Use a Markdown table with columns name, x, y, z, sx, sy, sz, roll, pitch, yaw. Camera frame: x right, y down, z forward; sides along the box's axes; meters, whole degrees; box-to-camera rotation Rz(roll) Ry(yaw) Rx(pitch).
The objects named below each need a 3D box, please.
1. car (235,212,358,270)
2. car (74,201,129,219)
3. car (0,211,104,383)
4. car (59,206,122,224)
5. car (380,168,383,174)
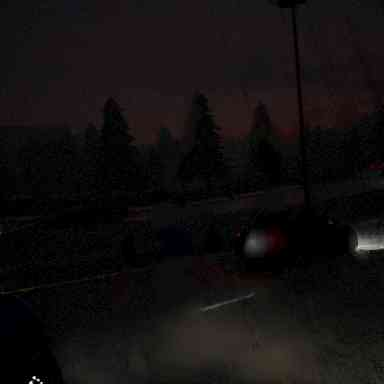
| name | x | y | z | sx | sy | sz | roll | pitch | yaw |
| --- | --- | --- | --- | --- | --- | --- | --- | --- | --- |
| car | 3.329 | 1.323 | 10.420 | 4.181 | 1.385 | 1.994 | -3 | 2 | -35 |
| car | -6.412 | 1.325 | 20.914 | 4.902 | 1.511 | 2.128 | -3 | 2 | -35 |
| car | -3.444 | 1.240 | 1.290 | 5.566 | 2.045 | 2.150 | -1 | 0 | -36 |
| car | -5.252 | 1.508 | 13.143 | 4.181 | 1.385 | 1.994 | -2 | 1 | -35 |
| car | 26.947 | -3.014 | 44.475 | 4.892 | 1.490 | 1.837 | -8 | 5 | -35 |
